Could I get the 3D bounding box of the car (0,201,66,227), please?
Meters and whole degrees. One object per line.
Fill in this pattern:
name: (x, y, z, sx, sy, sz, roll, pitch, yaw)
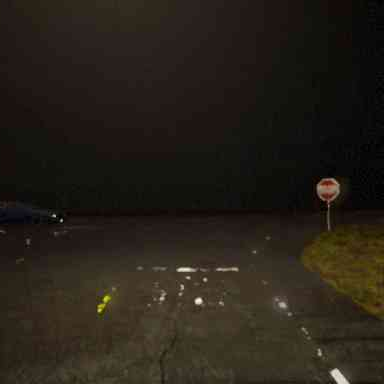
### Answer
car: (-10.128, 1.233, 19.065, 5.357, 1.411, 2.033, 0, -2, 0)
